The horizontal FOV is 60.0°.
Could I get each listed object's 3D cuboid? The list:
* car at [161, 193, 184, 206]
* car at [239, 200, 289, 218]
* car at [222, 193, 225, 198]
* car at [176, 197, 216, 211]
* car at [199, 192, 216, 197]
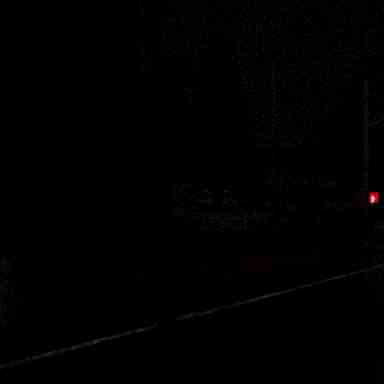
[{"bbox_3d":[-3.692,1.367,50.066,2.097,1.767,4.553,0,0,-35],"label":"car"},{"bbox_3d":[6.473,1.493,30.358,1.882,1.535,5.008,0,0,-37],"label":"car"},{"bbox_3d":[6.976,1.092,94.342,1.905,1.878,3.866,0,0,-37],"label":"car"},{"bbox_3d":[0.453,1.579,38.347,1.994,1.385,4.181,0,0,-36],"label":"car"},{"bbox_3d":[4.889,1.112,92.279,1.932,1.855,4.605,0,0,-37],"label":"car"}]
